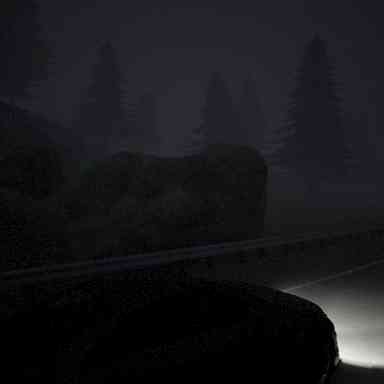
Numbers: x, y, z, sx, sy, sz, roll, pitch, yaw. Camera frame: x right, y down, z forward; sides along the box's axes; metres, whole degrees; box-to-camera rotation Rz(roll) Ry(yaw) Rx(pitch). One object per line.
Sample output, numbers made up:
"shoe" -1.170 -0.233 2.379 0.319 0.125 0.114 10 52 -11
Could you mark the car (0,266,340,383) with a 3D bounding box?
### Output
"car" -0.215 1.575 3.706 4.181 1.385 1.994 0 0 -36
